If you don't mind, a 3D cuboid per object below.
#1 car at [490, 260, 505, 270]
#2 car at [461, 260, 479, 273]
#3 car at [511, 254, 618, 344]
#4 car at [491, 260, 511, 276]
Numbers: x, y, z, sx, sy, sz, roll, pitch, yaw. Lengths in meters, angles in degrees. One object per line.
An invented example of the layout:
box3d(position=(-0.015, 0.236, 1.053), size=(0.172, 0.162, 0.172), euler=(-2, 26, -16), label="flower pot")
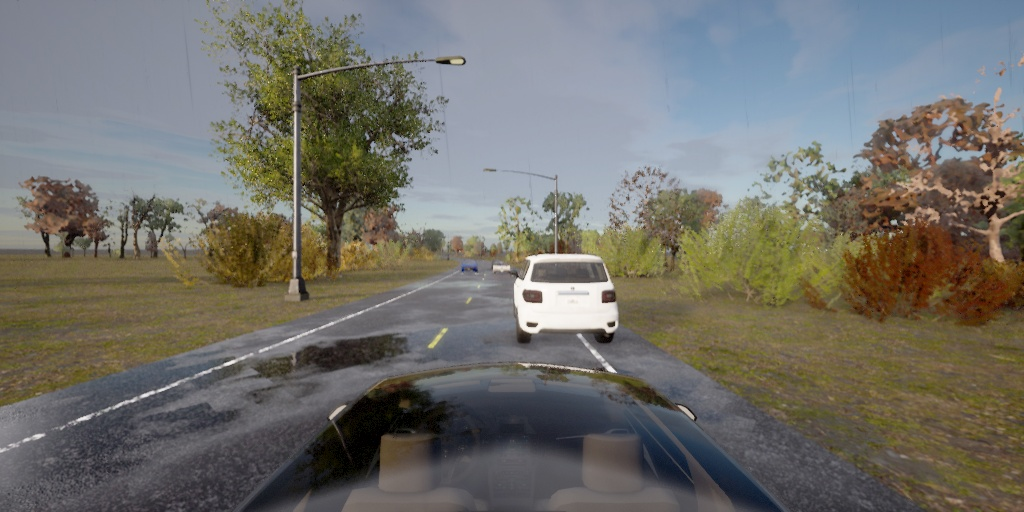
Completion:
box3d(position=(-2.170, 1.276, 53.500), size=(2.033, 1.411, 5.357), euler=(0, 0, -5), label="car")
box3d(position=(-5.030, 1.223, 42.836), size=(1.882, 1.535, 5.008), euler=(0, 0, -4), label="car")
box3d(position=(1.165, 0.981, 9.785), size=(2.150, 2.045, 5.566), euler=(0, 0, -1), label="car")
box3d(position=(-1.236, 1.344, 41.305), size=(1.895, 1.301, 4.718), euler=(0, 0, -4), label="car")
